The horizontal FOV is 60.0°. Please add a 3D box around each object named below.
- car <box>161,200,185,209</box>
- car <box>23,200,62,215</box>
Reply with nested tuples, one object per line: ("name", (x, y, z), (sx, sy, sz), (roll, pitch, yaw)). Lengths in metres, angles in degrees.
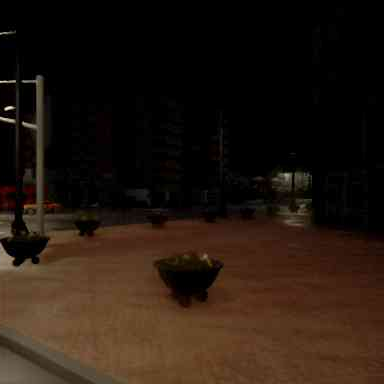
("car", (-3.224, 2.068, 57.087), (2.128, 1.511, 4.902), (0, -1, 36))
("car", (-17.195, 1.700, 37.378), (1.882, 1.535, 5.008), (0, -1, 35))
